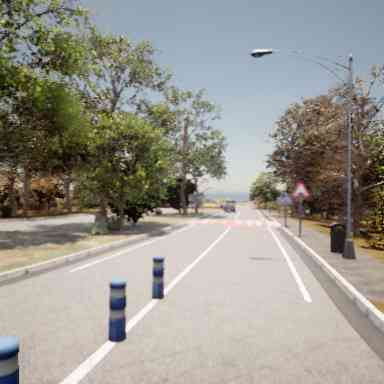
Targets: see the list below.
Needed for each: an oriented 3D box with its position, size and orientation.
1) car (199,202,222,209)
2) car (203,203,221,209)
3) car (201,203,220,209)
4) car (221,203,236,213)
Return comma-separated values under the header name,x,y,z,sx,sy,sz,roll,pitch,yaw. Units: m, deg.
name,x,y,z,sx,sy,sz,roll,pitch,yaw
car,4.900,3.735,88.445,5.366,1.575,1.946,1,-3,10
car,5.650,4.013,93.931,5.008,1.535,2.097,1,-3,10
car,5.181,3.871,91.203,4.892,1.521,2.231,1,-3,10
car,6.703,2.856,58.465,1.837,1.490,4.892,1,-1,10
